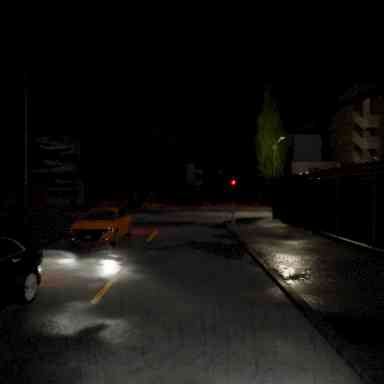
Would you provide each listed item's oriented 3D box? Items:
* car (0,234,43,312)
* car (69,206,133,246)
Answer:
[{"bbox_3d":[-4.090,1.490,5.208,1.837,1.490,4.892,0,0,0],"label":"car"},{"bbox_3d":[-3.989,1.443,15.280,1.882,1.535,5.008,0,0,0],"label":"car"}]
